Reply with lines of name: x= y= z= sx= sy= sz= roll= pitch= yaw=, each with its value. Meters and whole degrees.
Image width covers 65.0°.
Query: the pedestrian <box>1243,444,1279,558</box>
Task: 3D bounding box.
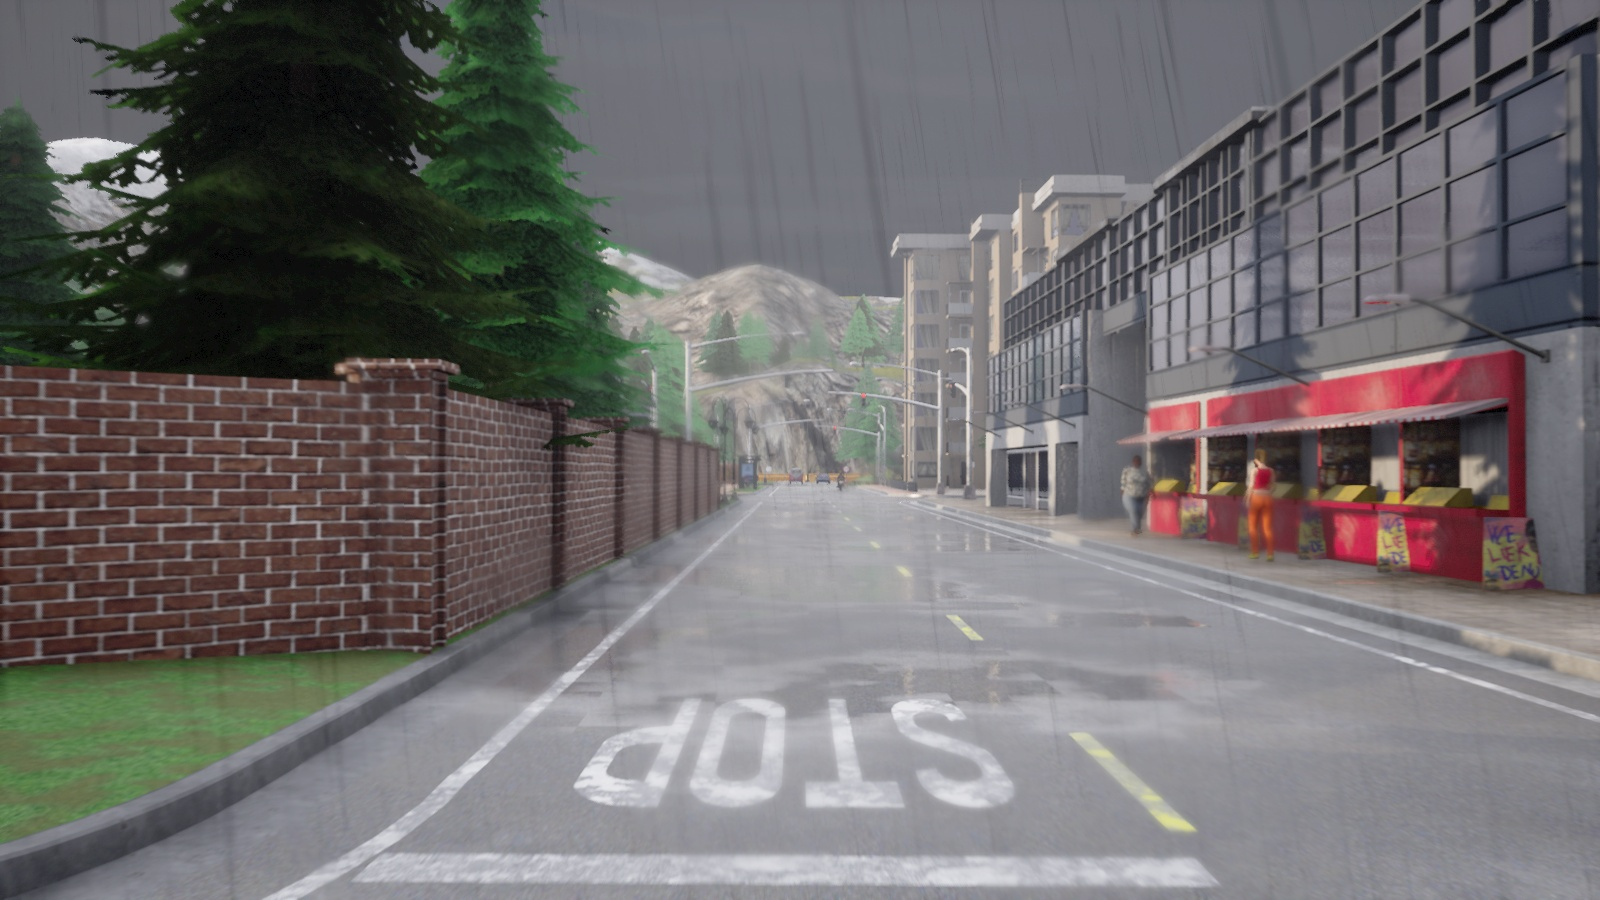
pedestrian: x=7.556 y=0.835 z=20.602 sx=0.345 sy=1.836 sz=0.594 roll=0 pitch=-1 yaw=-2

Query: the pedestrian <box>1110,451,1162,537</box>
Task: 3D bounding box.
pedestrian: x=7.409 y=0.959 z=27.706 sx=0.874 sy=1.855 sz=0.900 roll=0 pitch=-1 yaw=-2
